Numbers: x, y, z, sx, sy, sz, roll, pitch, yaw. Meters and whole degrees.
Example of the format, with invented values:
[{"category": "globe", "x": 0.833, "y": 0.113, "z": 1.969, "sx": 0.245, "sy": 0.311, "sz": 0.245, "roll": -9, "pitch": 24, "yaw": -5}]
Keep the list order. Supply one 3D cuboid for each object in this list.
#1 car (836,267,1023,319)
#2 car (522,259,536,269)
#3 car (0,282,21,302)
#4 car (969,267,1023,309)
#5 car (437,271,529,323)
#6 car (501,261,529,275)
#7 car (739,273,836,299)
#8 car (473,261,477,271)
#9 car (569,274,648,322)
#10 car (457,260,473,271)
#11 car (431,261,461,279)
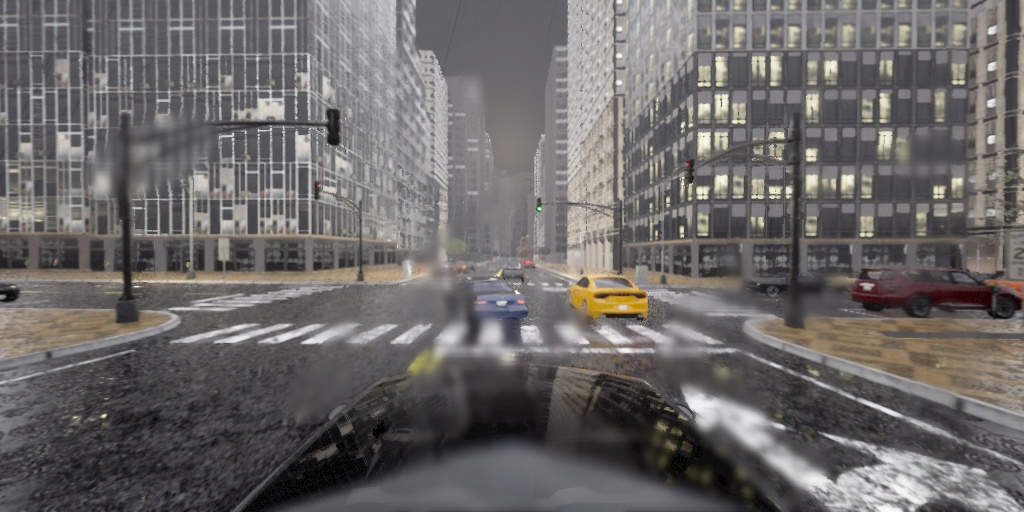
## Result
[{"category": "car", "x": 16.191, "y": 1.356, "z": 13.905, "sx": 5.009, "sy": 1.841, "sz": 2.192, "roll": 0, "pitch": 0, "yaw": 1}, {"category": "car", "x": 3.236, "y": 1.688, "z": 65.367, "sx": 1.895, "sy": 1.301, "sz": 4.718, "roll": 0, "pitch": 0, "yaw": 0}, {"category": "car", "x": -22.734, "y": 1.262, "z": 14.425, "sx": 4.313, "sy": 1.339, "sz": 1.948, "roll": 0, "pitch": 0, "yaw": 1}, {"category": "car", "x": 24.526, "y": 1.440, "z": 16.355, "sx": 4.553, "sy": 1.767, "sz": 2.097, "roll": 0, "pitch": 1, "yaw": 1}, {"category": "car", "x": -1.154, "y": 1.431, "z": 12.815, "sx": 2.033, "sy": 1.411, "sz": 5.357, "roll": 1, "pitch": -1, "yaw": -20}, {"category": "car", "x": 0.097, "y": 1.407, "z": 31.261, "sx": 2.128, "sy": 1.511, "sz": 4.902, "roll": 0, "pitch": 0, "yaw": 0}, {"category": "car", "x": 15.265, "y": 1.577, "z": 19.704, "sx": 4.718, "sy": 1.301, "sz": 1.895, "roll": 1, "pitch": 1, "yaw": 1}, {"category": "car", "x": -6.513, "y": 1.544, "z": 55.561, "sx": 1.837, "sy": 1.490, "sz": 4.892, "roll": 0, "pitch": 0, "yaw": 0}, {"category": "car", "x": 3.345, "y": 1.392, "z": 13.285, "sx": 1.882, "sy": 1.535, "sz": 5.008, "roll": 0, "pitch": 0, "yaw": 0}, {"category": "car", "x": -6.571, "y": 1.339, "z": 45.362, "sx": 2.097, "sy": 1.767, "sz": 4.553, "roll": 0, "pitch": 0, "yaw": 0}, {"category": "car", "x": -6.599, "y": 1.500, "z": 35.359, "sx": 1.994, "sy": 1.385, "sz": 4.181, "roll": 0, "pitch": 0, "yaw": 0}]
